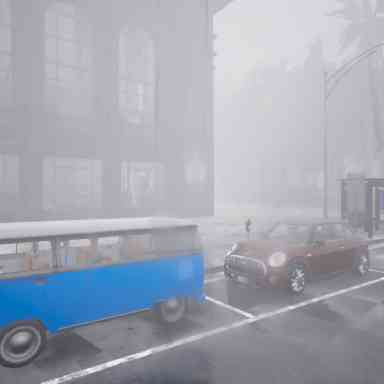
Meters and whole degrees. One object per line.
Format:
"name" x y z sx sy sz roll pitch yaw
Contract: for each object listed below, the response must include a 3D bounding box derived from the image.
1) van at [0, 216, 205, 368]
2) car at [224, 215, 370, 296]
"van" -1.670 1.341 5.459 3.998 1.788 1.690 0 0 -35
"car" 2.751 1.439 8.605 4.097 1.590 1.967 0 0 -35
